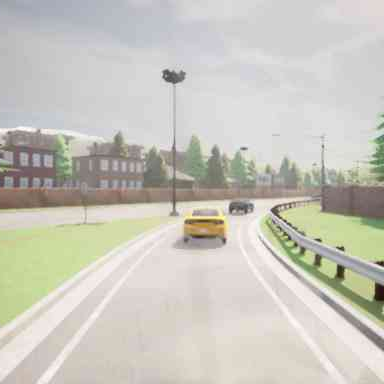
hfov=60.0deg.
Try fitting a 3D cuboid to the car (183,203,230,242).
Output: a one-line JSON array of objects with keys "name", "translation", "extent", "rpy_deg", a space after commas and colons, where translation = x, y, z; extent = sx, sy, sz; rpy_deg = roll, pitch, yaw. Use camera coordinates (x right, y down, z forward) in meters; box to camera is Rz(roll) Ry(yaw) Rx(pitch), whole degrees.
[{"name": "car", "translation": [0.756, 1.409, 15.965], "extent": [1.882, 1.535, 5.008], "rpy_deg": [0, 0, 7]}]

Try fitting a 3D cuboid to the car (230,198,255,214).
[{"name": "car", "translation": [5.022, 1.354, 33.331], "extent": [1.837, 1.490, 4.892], "rpy_deg": [0, -2, 21]}]
